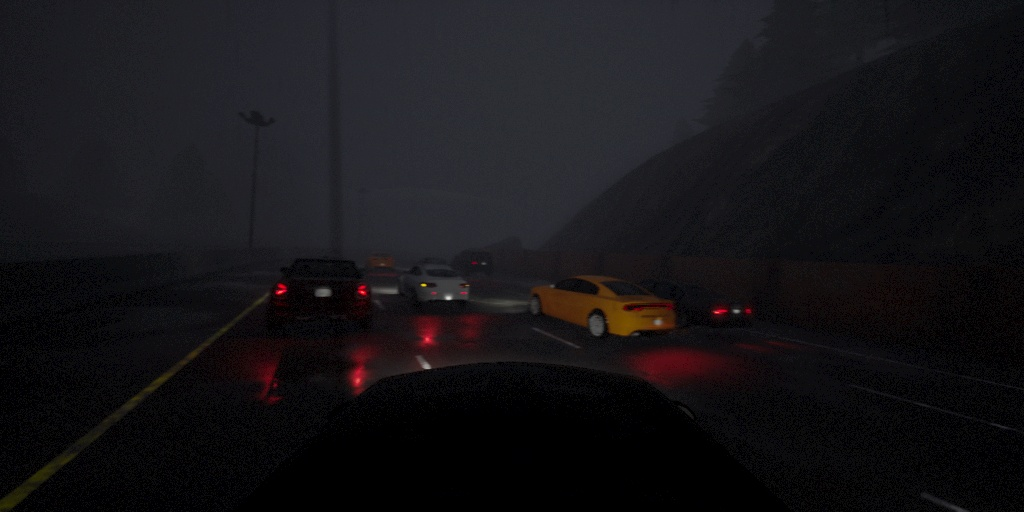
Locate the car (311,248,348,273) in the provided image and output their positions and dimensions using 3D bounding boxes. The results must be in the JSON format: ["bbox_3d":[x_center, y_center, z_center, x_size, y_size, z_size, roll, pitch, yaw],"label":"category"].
[{"bbox_3d":[-13.115,0.262,25.868,2.128,1.511,4.902,3,1,-26],"label":"car"}]

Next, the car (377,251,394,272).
[{"bbox_3d":[-10.673,0.377,28.821,1.882,1.535,5.008,3,1,-26],"label":"car"}]

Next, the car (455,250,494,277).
[{"bbox_3d":[-3.354,0.567,29.811,2.150,2.045,5.566,3,1,-26],"label":"car"}]

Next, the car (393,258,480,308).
[{"bbox_3d":[-3.034,1.004,13.467,1.812,1.442,4.674,3,1,-27],"label":"car"}]

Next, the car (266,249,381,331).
[{"bbox_3d":[-5.017,0.735,9.636,2.097,1.767,4.553,3,1,-27],"label":"car"}]

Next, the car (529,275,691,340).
[{"bbox_3d":[2.313,1.307,10.590,1.882,1.535,5.008,3,1,-27],"label":"car"}]

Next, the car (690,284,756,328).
[{"bbox_3d":[5.275,1.547,12.475,2.033,1.411,5.357,3,0,-27],"label":"car"}]

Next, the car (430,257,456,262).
[{"bbox_3d":[-6.141,0.790,27.521,1.895,1.301,4.718,3,0,-26],"label":"car"}]
